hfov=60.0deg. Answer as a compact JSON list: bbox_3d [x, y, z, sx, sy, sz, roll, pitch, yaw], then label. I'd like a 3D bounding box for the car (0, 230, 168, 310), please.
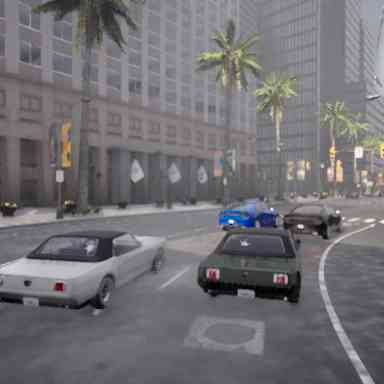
[{"bbox_3d":[-2.113,1.521,7.672,1.895,1.301,4.718,0,0,15],"label":"car"}]

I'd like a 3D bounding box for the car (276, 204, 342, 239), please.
[{"bbox_3d":[6.032,1.308,16.355,1.882,1.535,5.008,0,1,34],"label":"car"}]

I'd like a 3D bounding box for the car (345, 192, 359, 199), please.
[{"bbox_3d":[34.834,0.766,72.197,2.161,1.482,4.786,0,1,40],"label":"car"}]

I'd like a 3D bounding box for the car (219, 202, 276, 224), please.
[{"bbox_3d":[3.306,1.289,18.484,1.882,1.535,5.008,0,1,34],"label":"car"}]

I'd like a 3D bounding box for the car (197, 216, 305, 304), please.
[{"bbox_3d":[1.656,1.517,8.074,1.895,1.301,4.718,0,1,18],"label":"car"}]
